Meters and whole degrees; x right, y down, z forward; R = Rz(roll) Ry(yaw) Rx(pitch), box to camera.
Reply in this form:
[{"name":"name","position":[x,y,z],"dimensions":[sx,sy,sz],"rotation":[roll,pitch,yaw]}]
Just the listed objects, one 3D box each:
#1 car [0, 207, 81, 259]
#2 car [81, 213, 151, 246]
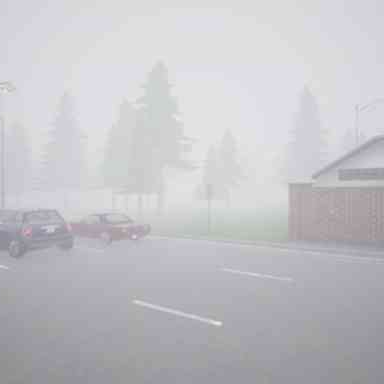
[{"name":"car","position":[-6.716,1.383,13.009],"dimensions":[4.553,1.767,2.097],"rotation":[0,0,36]},{"name":"car","position":[-4.262,1.631,15.552],"dimensions":[4.718,1.301,1.895],"rotation":[0,0,36]}]
